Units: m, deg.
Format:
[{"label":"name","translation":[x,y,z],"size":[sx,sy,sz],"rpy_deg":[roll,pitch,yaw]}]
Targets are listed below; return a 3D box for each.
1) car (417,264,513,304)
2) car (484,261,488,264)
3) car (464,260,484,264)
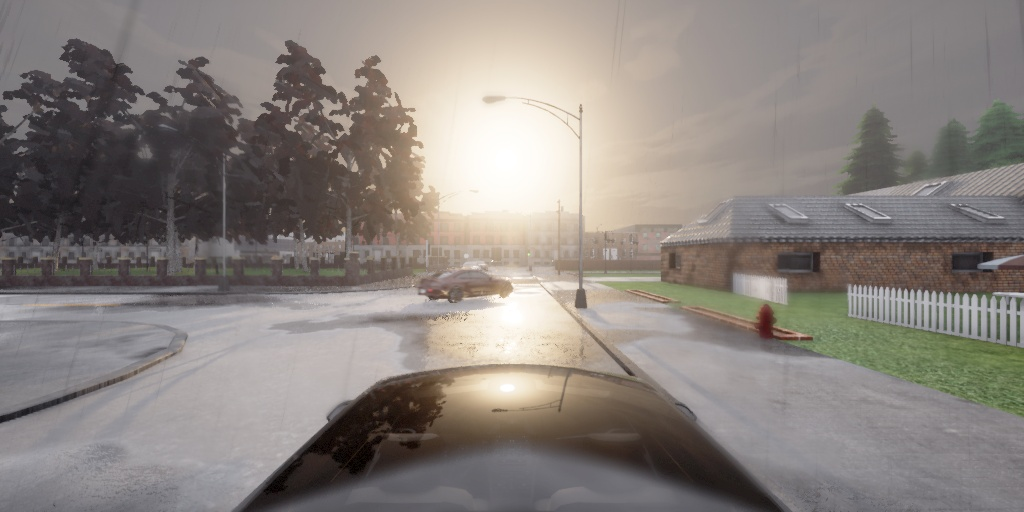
[{"label":"car","translation":[-2.031,1.276,16.311],"size":[4.674,1.442,1.812],"rpy_deg":[0,1,-45]},{"label":"car","translation":[-4.060,1.276,45.468],"size":[1.812,1.442,4.674],"rpy_deg":[0,0,0]},{"label":"car","translation":[-4.088,1.276,35.668],"size":[1.812,1.442,4.674],"rpy_deg":[0,0,0]}]
